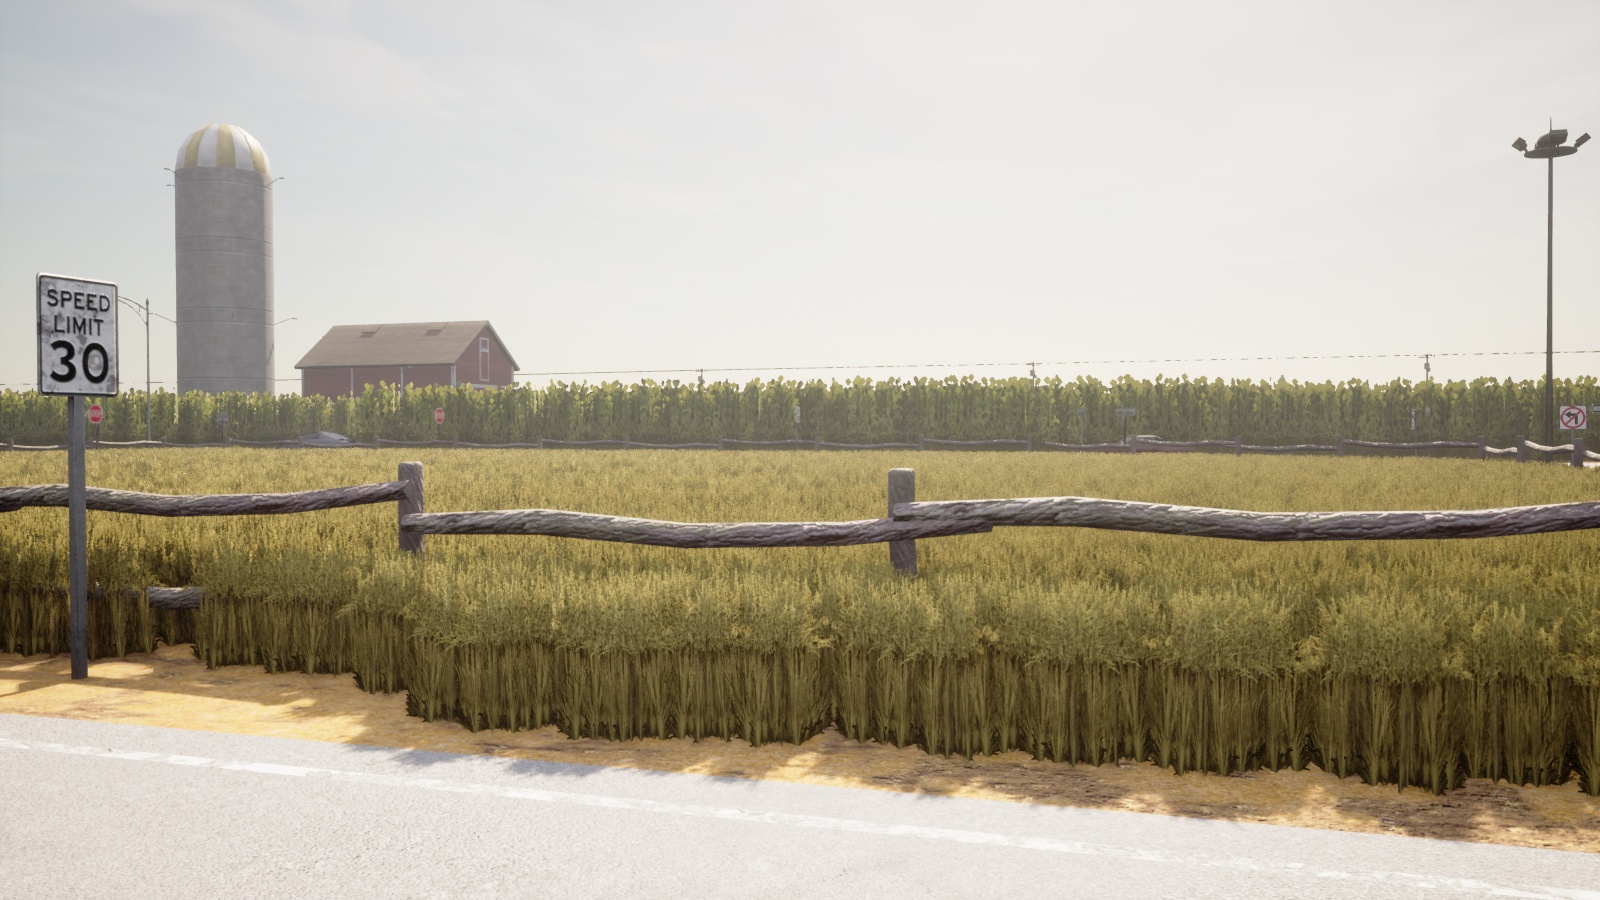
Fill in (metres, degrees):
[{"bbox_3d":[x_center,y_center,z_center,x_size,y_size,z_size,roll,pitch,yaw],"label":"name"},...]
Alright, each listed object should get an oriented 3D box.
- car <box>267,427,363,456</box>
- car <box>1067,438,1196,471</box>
[{"bbox_3d":[-24.323,-0.434,63.007,4.181,1.385,1.994,1,1,18],"label":"car"},{"bbox_3d":[13.313,0.167,50.586,4.718,1.301,1.895,0,1,2],"label":"car"}]
